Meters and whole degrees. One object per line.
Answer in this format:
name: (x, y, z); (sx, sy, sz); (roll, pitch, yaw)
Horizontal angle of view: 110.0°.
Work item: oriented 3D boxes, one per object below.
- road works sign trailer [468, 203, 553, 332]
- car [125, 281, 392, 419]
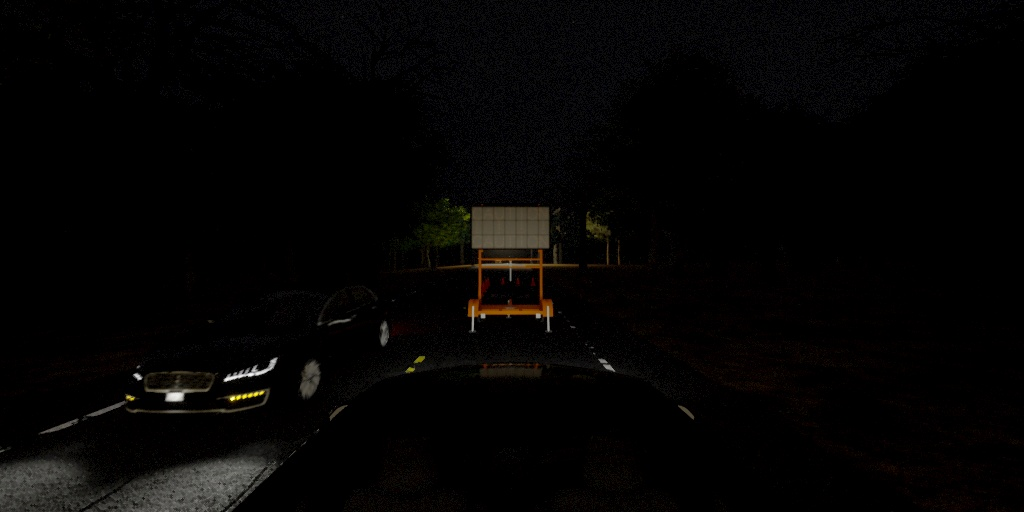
road works sign trailer: (-0.043, 0.214, 10.838); (2.380, 3.560, 2.880); (0, 0, 0)
car: (-3.619, 1.256, 6.265); (1.837, 1.490, 4.892); (0, 0, 0)
